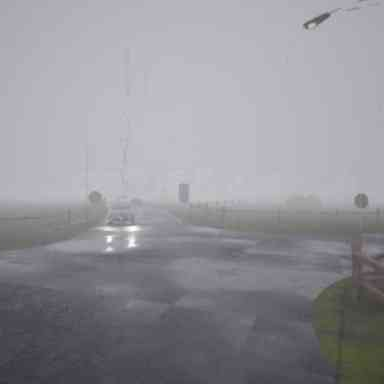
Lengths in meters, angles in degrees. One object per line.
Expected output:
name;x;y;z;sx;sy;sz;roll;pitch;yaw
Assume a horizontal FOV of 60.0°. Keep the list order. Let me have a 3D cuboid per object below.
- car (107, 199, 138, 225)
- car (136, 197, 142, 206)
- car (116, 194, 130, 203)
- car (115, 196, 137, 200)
car;-5.199;1.547;24.912;1.837;1.490;4.892;0;0;-10
car;-9.664;1.505;56.019;1.882;1.535;5.008;0;-1;-18
car;-14.435;1.351;69.044;2.097;1.767;4.553;0;0;-22
car;-7.393;1.523;36.353;1.882;1.535;5.008;0;1;-12
